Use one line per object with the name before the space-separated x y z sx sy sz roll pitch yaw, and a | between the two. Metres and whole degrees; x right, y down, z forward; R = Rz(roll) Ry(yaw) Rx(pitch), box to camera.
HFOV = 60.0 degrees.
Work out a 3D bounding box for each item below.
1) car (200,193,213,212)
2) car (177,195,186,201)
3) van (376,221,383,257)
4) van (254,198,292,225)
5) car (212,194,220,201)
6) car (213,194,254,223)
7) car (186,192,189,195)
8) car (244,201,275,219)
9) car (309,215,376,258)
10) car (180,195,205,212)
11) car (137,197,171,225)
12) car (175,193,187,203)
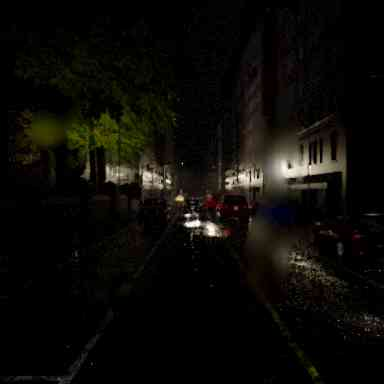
car | 2.763 1.188 39.185 2.150 2.045 5.566 0 1 -7
car | -2.498 1.439 78.503 1.887 1.381 4.507 0 0 0
van | 5.866 1.348 6.952 1.690 1.788 3.998 0 0 0
van | 5.905 1.332 23.934 1.690 1.788 3.998 0 0 0
car | 6.038 1.345 83.971 1.967 1.590 4.097 0 0 0
car | 3.091 1.206 25.856 2.150 2.045 5.566 0 0 1
car | -2.486 1.433 83.954 1.887 1.381 4.507 0 0 0
car | 5.917 1.550 29.594 1.947 1.339 4.313 0 0 0
car | 5.879 1.547 12.613 1.887 1.381 4.507 0 0 0
car | 0.079 1.454 37.568 2.128 1.511 4.902 0 0 0
car | -2.620 1.290 23.913 2.192 1.841 5.009 0 0 0
car | -2.523 1.433 67.432 1.752 1.417 4.829 0 0 0
